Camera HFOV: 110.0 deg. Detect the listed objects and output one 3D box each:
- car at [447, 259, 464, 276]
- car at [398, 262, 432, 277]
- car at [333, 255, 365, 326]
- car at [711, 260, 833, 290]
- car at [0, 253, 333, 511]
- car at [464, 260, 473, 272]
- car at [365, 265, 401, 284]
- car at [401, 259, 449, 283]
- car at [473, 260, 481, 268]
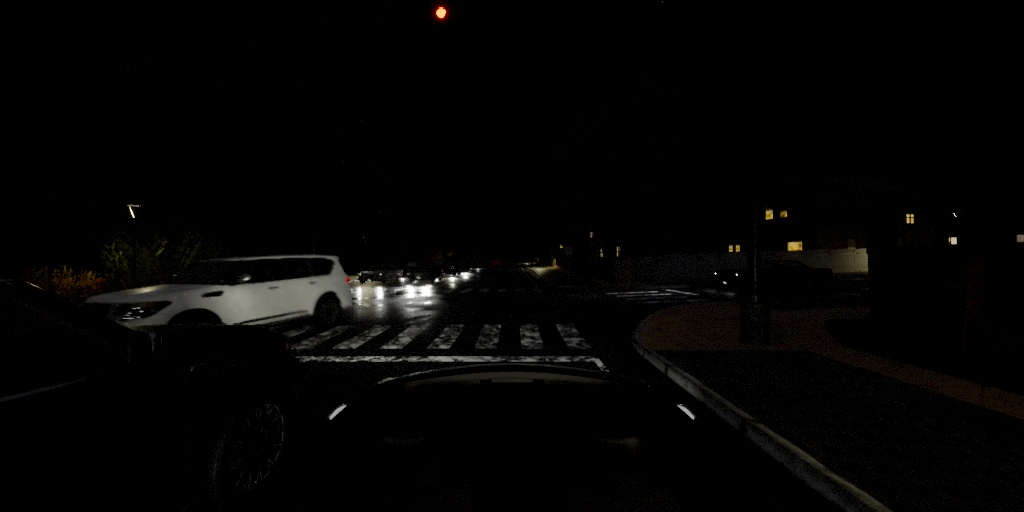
[{"bbox_3d":[-6.590,1.123,36.871,2.097,1.767,4.553,0,0,0],"label":"car"},{"bbox_3d":[-9.845,1.318,36.722,2.033,1.411,5.357,0,0,0],"label":"car"},{"bbox_3d":[-6.553,0.970,8.824,2.150,2.045,5.566,-2,0,17],"label":"car"},{"bbox_3d":[12.015,0.853,16.778,4.718,1.301,1.895,-2,-1,-5],"label":"car"},{"bbox_3d":[-3.159,0.971,1.207,2.150,2.045,5.566,0,0,2],"label":"car"},{"bbox_3d":[-6.585,1.382,46.864,1.895,1.301,4.718,0,0,0],"label":"car"},{"bbox_3d":[-9.848,1.363,27.070,1.895,1.301,4.718,0,0,0],"label":"car"},{"bbox_3d":[-6.596,1.254,27.731,2.128,1.511,4.902,0,0,0],"label":"car"},{"bbox_3d":[-6.494,1.375,62.762,1.812,1.442,4.674,0,0,0],"label":"car"}]
